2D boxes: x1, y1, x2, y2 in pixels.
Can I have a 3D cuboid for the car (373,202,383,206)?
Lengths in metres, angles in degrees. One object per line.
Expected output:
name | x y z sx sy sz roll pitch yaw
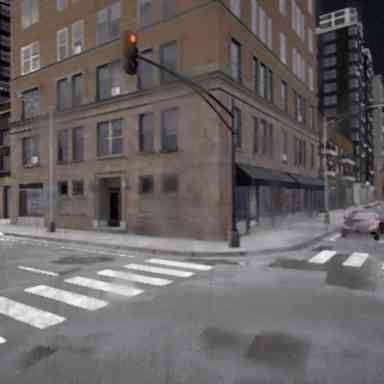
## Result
car | 12.047 1.603 21.925 1.947 1.339 4.313 0 0 34

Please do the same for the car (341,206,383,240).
car | 8.944 1.620 17.349 1.802 1.307 4.206 0 0 34
